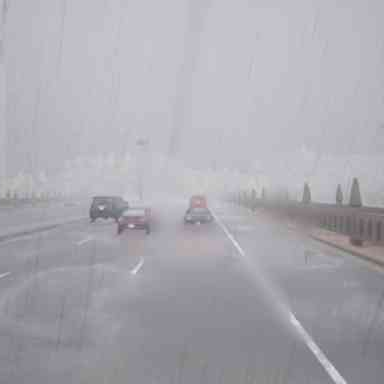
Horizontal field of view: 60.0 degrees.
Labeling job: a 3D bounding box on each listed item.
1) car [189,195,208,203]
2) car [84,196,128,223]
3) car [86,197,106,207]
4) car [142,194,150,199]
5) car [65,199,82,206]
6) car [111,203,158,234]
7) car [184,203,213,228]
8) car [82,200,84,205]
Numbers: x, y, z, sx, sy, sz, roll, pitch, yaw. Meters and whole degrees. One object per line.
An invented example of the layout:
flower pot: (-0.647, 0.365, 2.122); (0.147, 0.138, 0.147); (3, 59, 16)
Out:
car: (0.788, 1.370, 41.543); (2.150, 2.045, 5.566); (0, 0, 1)
car: (-6.492, 1.312, 26.735); (2.150, 2.045, 5.566); (0, 0, 1)
car: (-16.568, 1.676, 57.867); (1.882, 1.535, 5.008); (0, 0, 2)
car: (-12.479, 1.559, 88.465); (2.150, 2.045, 5.566); (0, 0, 1)
car: (-20.074, 1.793, 57.072); (1.895, 1.301, 4.718); (0, 0, 2)
car: (-3.118, 1.594, 19.605); (1.812, 1.442, 4.674); (0, 0, 1)
car: (0.446, 1.684, 23.165); (1.895, 1.301, 4.718); (0, 0, 1)
car: (-13.301, 1.508, 46.793); (2.097, 1.767, 4.553); (0, 0, 1)
